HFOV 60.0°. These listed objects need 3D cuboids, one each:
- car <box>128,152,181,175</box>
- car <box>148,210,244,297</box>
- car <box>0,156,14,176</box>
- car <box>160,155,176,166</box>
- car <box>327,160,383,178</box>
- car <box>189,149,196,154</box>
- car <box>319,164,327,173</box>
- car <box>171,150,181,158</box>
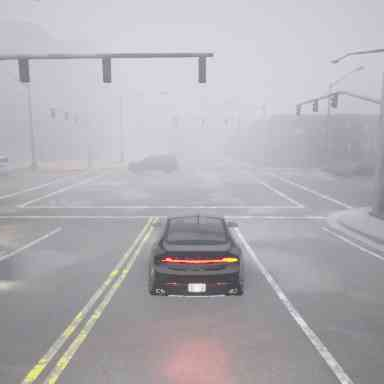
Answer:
[{"bbox_3d":[-4.120,-3.009,36.321,5.566,2.045,2.150,0,9,0],"label":"car"},{"bbox_3d":[0.080,1.201,8.008,1.837,1.490,4.892,0,4,0],"label":"car"},{"bbox_3d":[-20.748,-2.485,32.932,5.566,2.045,2.150,0,9,0],"label":"car"},{"bbox_3d":[-3.543,-4.888,50.673,2.033,1.411,5.357,0,9,0],"label":"car"},{"bbox_3d":[16.678,-2.146,32.826,5.357,1.411,2.033,0,9,2],"label":"car"},{"bbox_3d":[0.096,-10.981,90.297,1.994,1.385,4.181,0,9,0],"label":"car"},{"bbox_3d":[16.474,-2.735,36.274,4.902,1.511,2.128,0,9,0],"label":"car"},{"bbox_3d":[-3.425,-8.084,70.981,1.882,1.535,5.008,0,9,0],"label":"car"}]
